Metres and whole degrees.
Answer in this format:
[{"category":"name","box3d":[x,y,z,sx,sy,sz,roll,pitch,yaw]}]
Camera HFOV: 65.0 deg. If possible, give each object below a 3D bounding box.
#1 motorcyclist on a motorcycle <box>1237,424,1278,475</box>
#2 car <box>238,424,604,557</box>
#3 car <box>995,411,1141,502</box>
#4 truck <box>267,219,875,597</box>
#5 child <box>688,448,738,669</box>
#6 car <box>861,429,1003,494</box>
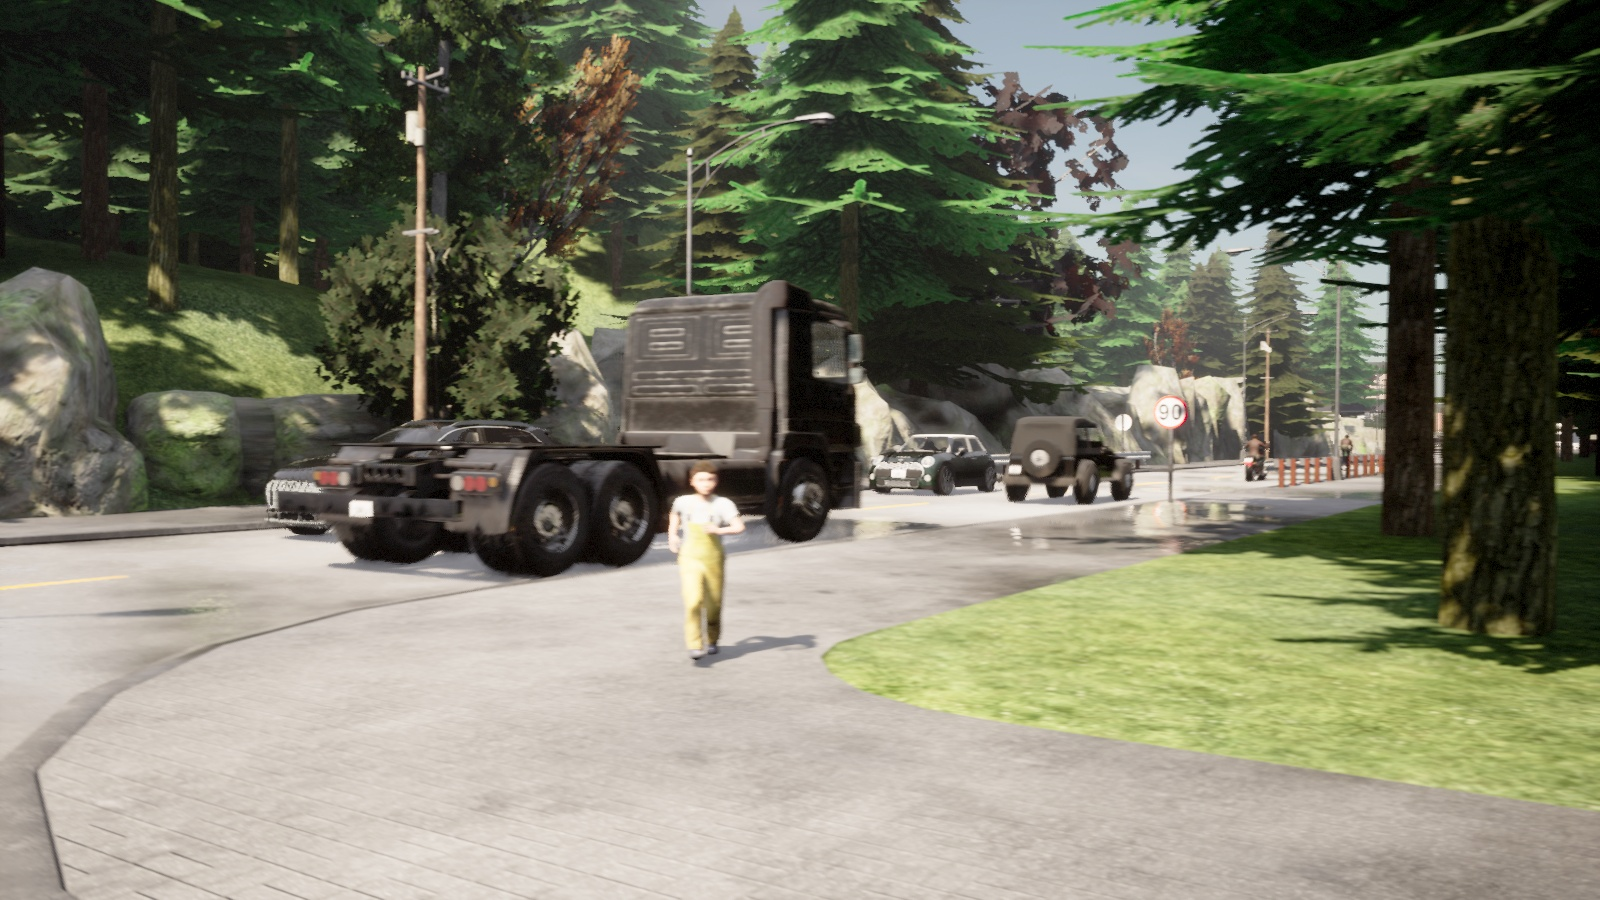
[{"category":"motorcyclist on a motorcycle","box3d":[15.442,-0.036,42.323,0.766,1.649,2.350,0,1,33]},{"category":"car","box3d":[-5.243,0.462,18.083,2.033,1.649,4.856,0,1,33]},{"category":"car","box3d":[6.045,0.091,27.998,1.905,1.878,3.866,0,1,33]},{"category":"truck","box3d":[-2.197,-0.444,15.630,2.891,3.462,7.936,0,1,31]},{"category":"child","box3d":[-0.520,0.624,7.461,0.270,1.263,0.437,-1,1,-6]},{"category":"car","box3d":[3.349,0.241,31.180,1.970,1.475,3.806,0,1,33]}]
